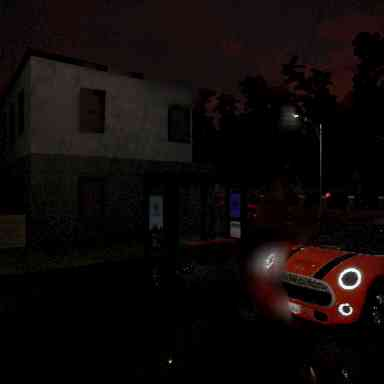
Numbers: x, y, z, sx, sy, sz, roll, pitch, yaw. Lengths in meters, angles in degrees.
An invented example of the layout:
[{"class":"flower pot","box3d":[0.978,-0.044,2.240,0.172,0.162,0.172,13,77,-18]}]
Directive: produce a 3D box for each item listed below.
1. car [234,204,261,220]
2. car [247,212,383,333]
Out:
[{"class":"car","box3d":[2.565,1.221,24.383,2.150,2.045,5.566,0,0,-36]},{"class":"car","box3d":[3.503,1.352,6.940,4.553,1.767,2.097,0,0,-37]}]
